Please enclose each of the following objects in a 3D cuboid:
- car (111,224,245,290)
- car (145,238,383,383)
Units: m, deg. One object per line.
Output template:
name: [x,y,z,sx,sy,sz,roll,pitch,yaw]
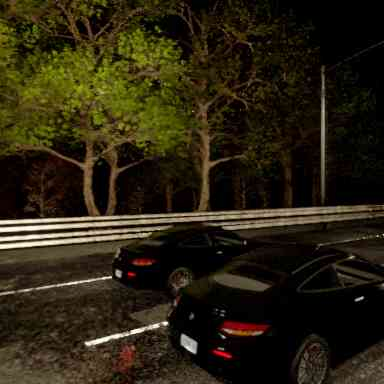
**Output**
car: [0.328,1.538,8.303,4.674,1.442,1.812,0,0,-36]
car: [1.832,1.536,5.074,4.674,1.442,1.812,0,0,-36]
